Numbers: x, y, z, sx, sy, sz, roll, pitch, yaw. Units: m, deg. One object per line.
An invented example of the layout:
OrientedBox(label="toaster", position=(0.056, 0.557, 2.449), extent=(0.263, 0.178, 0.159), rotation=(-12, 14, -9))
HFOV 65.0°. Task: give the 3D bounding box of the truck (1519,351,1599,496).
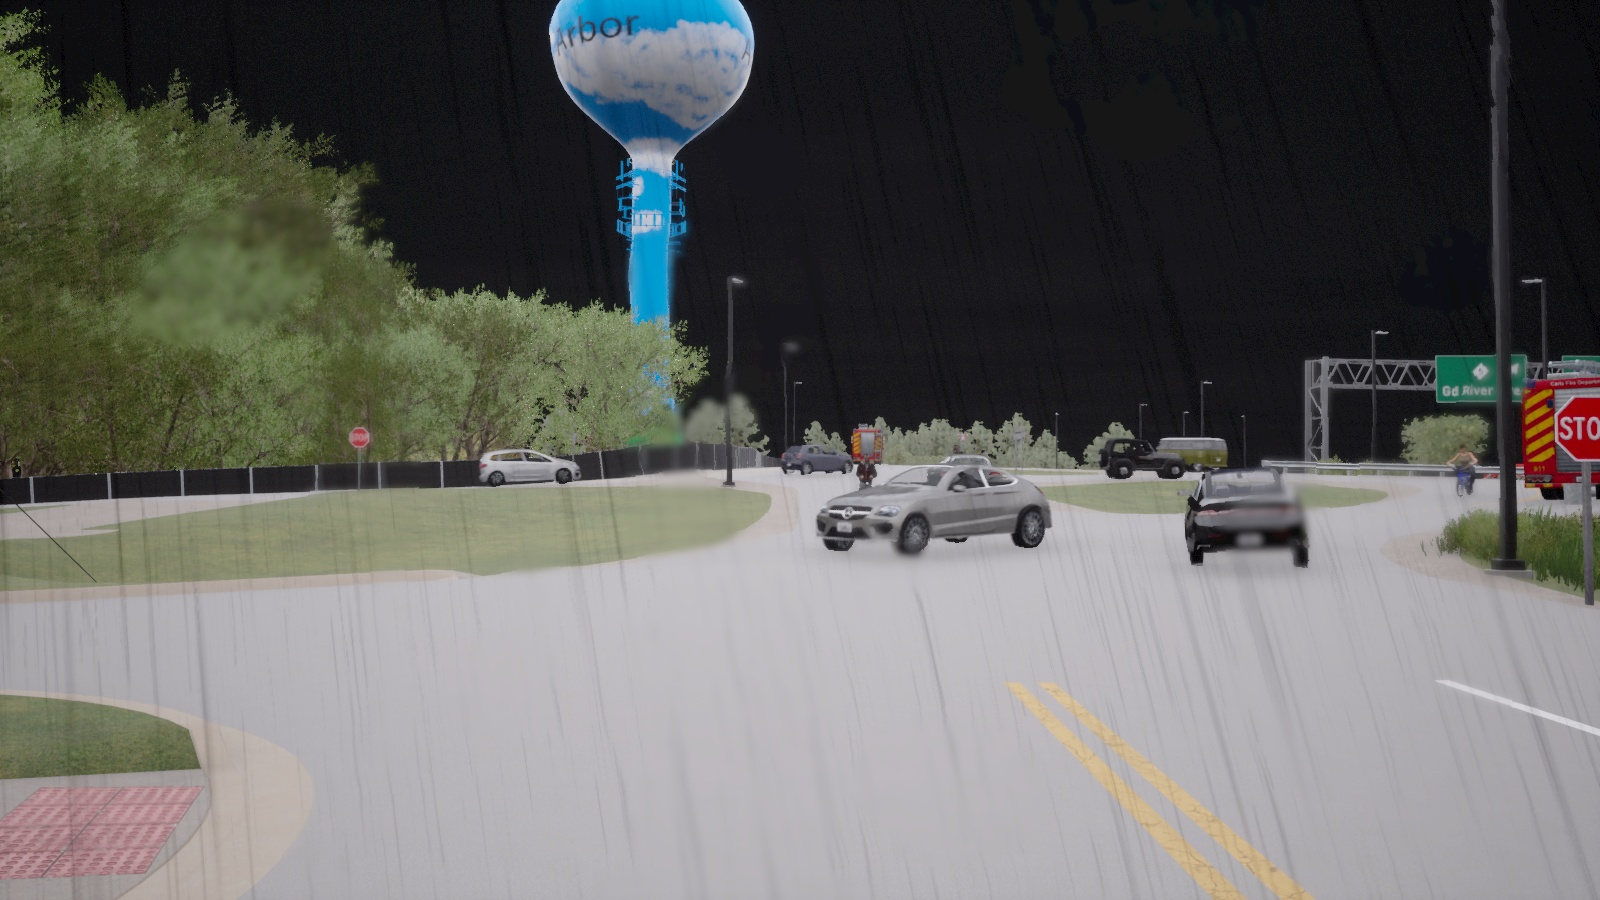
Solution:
OrientedBox(label="truck", position=(23.945, -0.758, 36.507), extent=(8.468, 3.827, 2.891), rotation=(-1, -1, -44))

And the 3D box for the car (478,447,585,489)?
OrientedBox(label="car", position=(-12.225, 0.805, 57.219), extent=(4.611, 1.667, 2.242), rotation=(-3, 0, -13))

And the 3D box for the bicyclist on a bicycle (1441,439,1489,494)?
OrientedBox(label="bicyclist on a bicycle", position=(20.223, 0.489, 38.170), extent=(0.866, 1.612, 1.509), rotation=(-3, -1, 43))

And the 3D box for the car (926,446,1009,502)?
OrientedBox(label="car", position=(5.422, 0.741, 41.317), extent=(2.152, 1.651, 5.027), rotation=(0, 1, 1))

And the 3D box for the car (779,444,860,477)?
OrientedBox(label="car", position=(0.972, 0.487, 61.683), extent=(3.633, 1.501, 1.845), rotation=(-1, 2, -37))

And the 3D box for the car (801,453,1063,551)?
OrientedBox(label="car", position=(2.607, 0.904, 23.882), extent=(5.027, 1.651, 2.152), rotation=(0, 0, -42))

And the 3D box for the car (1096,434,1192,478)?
OrientedBox(label="car", position=(15.672, 0.260, 57.420), extent=(3.866, 1.878, 1.905), rotation=(-1, 1, 1))

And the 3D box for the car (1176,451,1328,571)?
OrientedBox(label="car", position=(7.675, 0.959, 21.621), extent=(2.128, 1.511, 4.902), rotation=(-4, 2, 18))

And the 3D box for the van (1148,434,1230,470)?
OrientedBox(label="van", position=(22.370, 0.114, 72.366), extent=(1.775, 1.987, 4.442), rotation=(1, -1, -32))
